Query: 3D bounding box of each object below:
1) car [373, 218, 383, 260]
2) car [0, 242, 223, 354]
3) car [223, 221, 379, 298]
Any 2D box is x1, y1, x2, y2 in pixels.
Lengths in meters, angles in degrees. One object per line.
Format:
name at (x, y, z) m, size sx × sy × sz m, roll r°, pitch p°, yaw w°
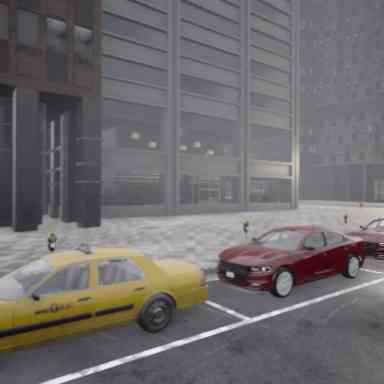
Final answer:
car at (7.166, 1.575, 11.784) m, size 4.507 × 1.381 × 1.887 m, roll 0°, pitch 0°, yaw -36°
car at (-1.964, 1.531, 5.261) m, size 4.829 × 1.417 × 1.752 m, roll 0°, pitch 0°, yaw -36°
car at (2.670, 1.563, 8.572) m, size 4.507 × 1.381 × 1.887 m, roll 0°, pitch 0°, yaw -36°
